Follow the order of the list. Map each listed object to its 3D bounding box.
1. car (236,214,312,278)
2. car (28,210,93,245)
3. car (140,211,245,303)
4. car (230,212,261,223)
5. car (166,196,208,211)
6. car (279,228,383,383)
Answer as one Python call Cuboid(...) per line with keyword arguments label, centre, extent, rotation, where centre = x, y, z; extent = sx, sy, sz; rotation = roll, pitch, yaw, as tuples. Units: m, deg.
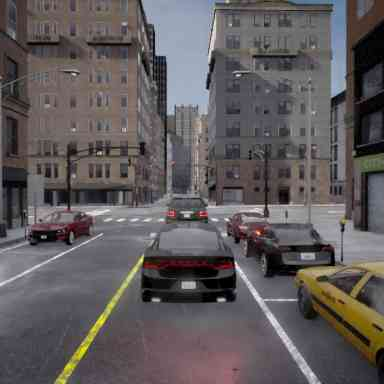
Cuboid(label="car", centre=(2.720, 1.562, 9.973), extent=(1.947, 1.339, 4.313), rotation=(-1, 0, -1))
Cuboid(label="car", centre=(-5.911, 1.539, 15.422), extent=(1.887, 1.381, 4.507), rotation=(-1, 0, -1))
Cuboid(label="car", centre=(-0.078, 1.475, 8.281), extent=(1.882, 1.535, 5.008), rotation=(0, 0, 0))
Cuboid(label="car", centre=(2.633, 1.576, 15.558), extent=(1.802, 1.307, 4.206), rotation=(-1, 0, -1))
Cuboid(label="car", centre=(-0.282, 1.215, 18.412), extent=(2.150, 2.045, 5.566), rotation=(0, 0, -1))
Cuboid(label="car", centre=(2.804, 1.524, 4.558), extent=(1.752, 1.417, 4.829), rotation=(-1, 0, -1))
